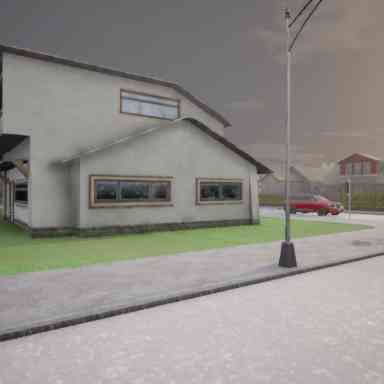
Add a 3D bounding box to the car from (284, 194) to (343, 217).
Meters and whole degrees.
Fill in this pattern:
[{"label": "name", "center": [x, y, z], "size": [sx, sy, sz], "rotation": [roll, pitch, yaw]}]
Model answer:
[{"label": "car", "center": [11.485, 1.221, 31.790], "size": [2.150, 2.045, 5.566], "rotation": [0, 0, -35]}]
